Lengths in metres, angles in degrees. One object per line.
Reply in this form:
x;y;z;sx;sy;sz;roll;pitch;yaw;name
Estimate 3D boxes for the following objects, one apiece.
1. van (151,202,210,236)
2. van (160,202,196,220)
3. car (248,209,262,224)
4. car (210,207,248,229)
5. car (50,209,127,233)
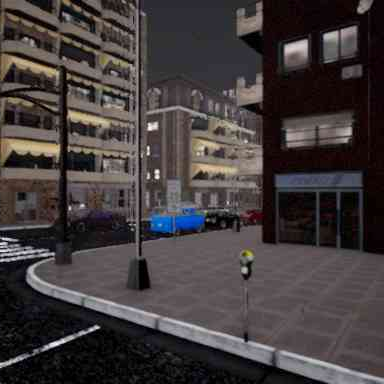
-0.807;1.734;20.941;1.690;1.788;3.998;-1;-2;35;van
-1.369;1.955;34.862;1.690;1.788;3.998;-1;-2;35;van
5.469;2.189;30.066;1.802;1.307;4.206;-1;-2;35;car
2.263;2.066;25.550;1.947;1.339;4.313;-1;-2;35;car
-6.837;1.907;22.705;2.033;1.411;5.357;0;-1;32;car
